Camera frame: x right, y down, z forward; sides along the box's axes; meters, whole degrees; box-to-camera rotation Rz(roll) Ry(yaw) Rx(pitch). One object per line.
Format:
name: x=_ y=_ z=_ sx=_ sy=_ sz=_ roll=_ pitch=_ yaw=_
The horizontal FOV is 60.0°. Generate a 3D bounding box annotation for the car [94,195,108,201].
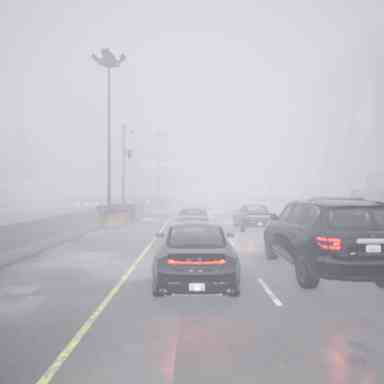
car: x=-21.037 y=1.415 z=76.783 sx=1.994 sy=1.385 sz=4.181 roll=0 pitch=0 yaw=0

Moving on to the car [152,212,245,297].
car: x=0.083 y=1.499 z=8.540 sx=1.837 sy=1.490 sz=4.892 roll=0 pitch=0 yaw=0

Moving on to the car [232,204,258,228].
car: x=3.565 y=1.478 z=19.841 sx=2.128 sy=1.511 sz=4.902 roll=0 pitch=0 yaw=0

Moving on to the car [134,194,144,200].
car: x=-13.971 y=1.251 z=87.286 sx=1.837 sy=1.490 sz=4.892 roll=0 pitch=1 yaw=0

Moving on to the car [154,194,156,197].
car: x=-10.470 y=1.227 z=87.459 sx=1.882 sy=1.535 sz=5.008 roll=0 pitch=1 yaw=0

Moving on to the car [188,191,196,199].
car: x=0.081 y=0.853 z=95.569 sx=2.150 sy=2.045 sz=5.566 roll=0 pitch=1 yaw=0

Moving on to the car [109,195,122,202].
car: x=-17.538 y=1.417 z=76.540 sx=1.994 sy=1.385 sz=4.181 roll=0 pitch=0 yaw=0

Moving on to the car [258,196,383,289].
car: x=3.583 y=1.215 z=9.281 sx=2.150 sy=2.045 sz=5.566 roll=0 pitch=0 yaw=0

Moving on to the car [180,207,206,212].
car: x=0.062 y=1.535 z=18.703 sx=2.033 sy=1.411 sz=5.357 roll=0 pitch=0 yaw=0

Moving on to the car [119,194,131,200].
car: x=-17.473 y=1.297 z=86.899 sx=2.033 sy=1.411 sz=5.357 roll=0 pitch=1 yaw=0

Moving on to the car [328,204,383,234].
car: x=10.564 y=1.533 z=20.583 sx=2.033 sy=1.411 sz=5.357 roll=0 pitch=0 yaw=0

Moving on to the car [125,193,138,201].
car: x=-14.036 y=1.217 z=76.888 sx=2.097 sy=1.767 sz=4.553 roll=0 pitch=0 yaw=0

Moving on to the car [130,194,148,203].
car: x=-10.597 y=1.440 z=66.627 sx=1.812 sy=1.442 sz=4.674 roll=0 pitch=0 yaw=0

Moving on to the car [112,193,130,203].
car: x=-14.097 y=1.479 z=66.639 sx=1.994 sy=1.385 sz=4.181 roll=0 pitch=0 yaw=0

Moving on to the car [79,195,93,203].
car: x=-21.095 y=1.407 z=66.923 sx=1.882 sy=1.535 sz=5.008 roll=0 pitch=0 yaw=0

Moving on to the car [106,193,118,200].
car: x=-20.972 y=1.110 z=87.080 sx=2.097 sy=1.767 sz=4.553 roll=0 pitch=1 yaw=0

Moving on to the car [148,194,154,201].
car: x=-10.535 y=1.338 z=77.029 sx=1.882 sy=1.535 sz=5.008 roll=0 pitch=0 yaw=0

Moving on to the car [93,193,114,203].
car: x=-17.596 y=1.267 z=66.679 sx=2.097 sy=1.767 sz=4.553 roll=0 pitch=0 yaw=0
